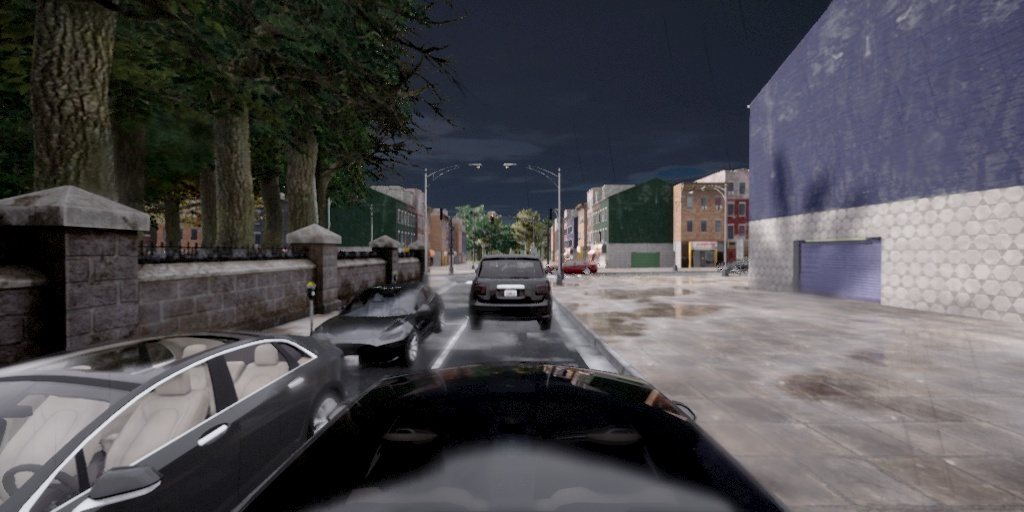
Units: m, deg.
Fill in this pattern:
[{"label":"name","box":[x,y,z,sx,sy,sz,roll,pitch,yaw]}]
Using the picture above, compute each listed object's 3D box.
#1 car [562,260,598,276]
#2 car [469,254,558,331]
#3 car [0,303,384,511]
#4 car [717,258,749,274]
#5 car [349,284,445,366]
[{"label":"car","box":[5.823,1.130,35.092,5.008,1.535,1.882,-1,1,8]},{"label":"car","box":[-0.014,0.971,11.134,2.150,2.045,5.566,0,0,0]},{"label":"car","box":[-2.641,1.300,2.283,2.007,1.370,4.403,0,0,0]},{"label":"car","box":[22.427,0.930,34.532,4.892,1.490,1.837,-1,1,0]},{"label":"car","box":[-2.635,1.315,7.971,1.948,1.339,4.313,0,0,0]}]
